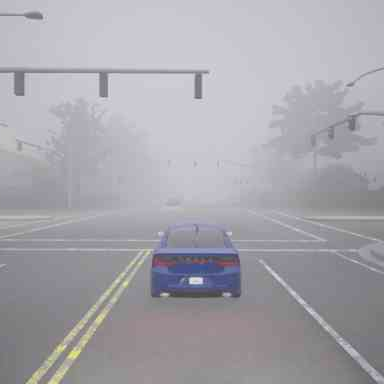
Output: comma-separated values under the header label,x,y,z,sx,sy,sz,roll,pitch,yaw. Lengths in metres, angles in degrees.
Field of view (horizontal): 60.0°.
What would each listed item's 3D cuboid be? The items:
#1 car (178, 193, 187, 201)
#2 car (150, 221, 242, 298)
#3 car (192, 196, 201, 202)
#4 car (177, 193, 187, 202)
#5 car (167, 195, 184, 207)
label,x,y,z,sx,sy,sz,roll,pitch,yaw
car,-2.535,1.553,70.011,1.994,1.385,4.181,0,0,0
car,0.085,1.478,8.578,1.882,1.535,5.008,0,0,0
car,1.049,1.552,79.985,1.994,1.385,4.181,0,0,0
car,-2.446,1.225,80.624,2.150,2.045,5.566,0,0,0
car,-2.770,1.564,51.451,1.994,1.385,4.181,0,0,1
